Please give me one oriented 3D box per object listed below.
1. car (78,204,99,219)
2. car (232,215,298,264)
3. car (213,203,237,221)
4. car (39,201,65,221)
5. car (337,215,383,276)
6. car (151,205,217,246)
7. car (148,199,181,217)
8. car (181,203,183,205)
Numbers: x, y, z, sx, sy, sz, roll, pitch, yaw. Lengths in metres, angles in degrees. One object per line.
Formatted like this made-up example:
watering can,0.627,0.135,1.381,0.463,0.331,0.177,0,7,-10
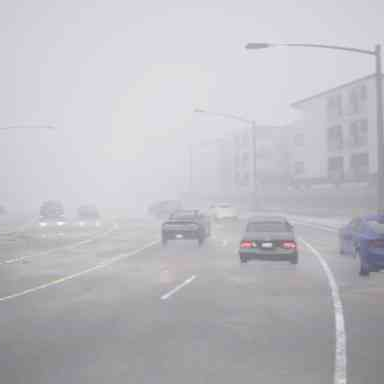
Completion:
car,-11.099,2.019,35.433,1.882,1.535,5.008,-1,-1,-22
car,2.721,1.575,11.980,2.033,1.411,5.357,-1,0,13
car,2.450,1.689,28.653,1.812,1.442,4.674,-1,-1,-12
car,-14.471,1.940,34.440,2.150,2.045,5.566,-1,0,-22
car,5.684,1.420,10.010,1.882,1.535,5.008,-1,0,15
car,-0.195,1.622,16.198,2.128,1.511,4.902,-1,0,8
car,-3.167,1.693,34.428,2.097,1.767,4.553,-1,-1,-21
car,-2.657,1.745,42.460,2.097,1.767,4.553,-1,0,-21
